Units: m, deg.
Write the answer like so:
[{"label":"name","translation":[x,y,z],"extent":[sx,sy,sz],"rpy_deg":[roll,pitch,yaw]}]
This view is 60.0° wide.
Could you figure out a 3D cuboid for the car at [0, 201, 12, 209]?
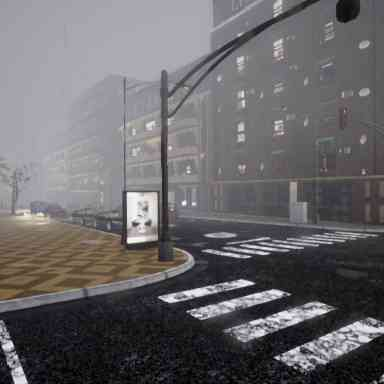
[{"label":"car","translation":[-38.062,2.702,68.340],"extent":[2.008,1.369,4.403],"rpy_deg":[-2,0,-36]}]

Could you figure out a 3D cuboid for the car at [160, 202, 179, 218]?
[{"label":"car","translation":[-3.110,1.823,34.520],"extent":[1.967,1.590,4.097],"rpy_deg":[-2,0,-36]}]

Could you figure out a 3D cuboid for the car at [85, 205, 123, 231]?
[{"label":"car","translation":[-5.534,1.887,23.133],"extent":[2.008,1.369,4.403],"rpy_deg":[-2,0,-36]}]

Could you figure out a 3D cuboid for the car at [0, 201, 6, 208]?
[{"label":"car","translation":[-44.588,2.860,77.366],"extent":[1.887,1.381,4.507],"rpy_deg":[-2,0,-36]}]

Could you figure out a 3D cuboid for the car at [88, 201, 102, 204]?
[{"label":"car","translation":[-14.954,2.117,50.687],"extent":[1.967,1.590,4.097],"rpy_deg":[-2,0,-36]}]

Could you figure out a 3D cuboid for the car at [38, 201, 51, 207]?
[{"label":"car","translation":[-34.533,2.734,77.762],"extent":[1.947,1.339,4.313],"rpy_deg":[-2,0,-36]}]

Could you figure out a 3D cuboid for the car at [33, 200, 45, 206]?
[{"label":"car","translation":[-37.797,2.795,82.275],"extent":[1.887,1.381,4.507],"rpy_deg":[-2,0,-36]}]

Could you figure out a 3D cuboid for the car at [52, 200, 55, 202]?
[{"label":"car","translation":[-25.325,2.469,60.621],"extent":[1.994,1.385,4.181],"rpy_deg":[-1,-1,-36]}]

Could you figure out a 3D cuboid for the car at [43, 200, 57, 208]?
[{"label":"car","translation":[-31.274,2.526,73.249],"extent":[1.967,1.590,4.097],"rpy_deg":[-2,0,-36]}]

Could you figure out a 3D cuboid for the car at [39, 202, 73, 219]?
[{"label":"car","translation":[-14.871,2.114,36.124],"extent":[1.887,1.381,4.507],"rpy_deg":[-2,0,-36]}]

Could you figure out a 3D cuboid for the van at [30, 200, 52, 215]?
[{"label":"van","translation":[-19.788,2.034,43.013],"extent":[1.690,1.788,3.998],"rpy_deg":[-2,0,-36]}]

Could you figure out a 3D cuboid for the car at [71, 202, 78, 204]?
[{"label":"car","translation":[-21.480,2.423,59.710],"extent":[1.802,1.307,4.206],"rpy_deg":[-2,0,-36]}]

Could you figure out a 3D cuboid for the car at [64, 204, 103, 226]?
[{"label":"car","translation":[-8.797,1.968,27.646],"extent":[2.008,1.369,4.403],"rpy_deg":[-2,0,-36]}]
